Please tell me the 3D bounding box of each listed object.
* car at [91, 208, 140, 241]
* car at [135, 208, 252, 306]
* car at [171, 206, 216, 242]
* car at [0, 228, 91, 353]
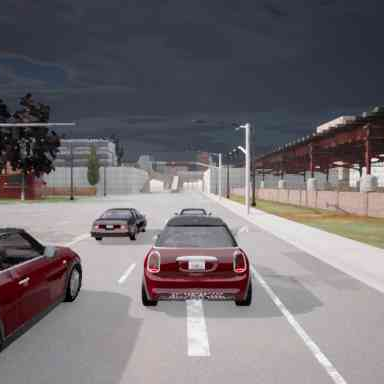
[{"bbox_3d":[-3.431,1.488,16.420,2.033,1.411,5.357,0,0,0],"label":"car"},{"bbox_3d":[0.085,1.337,8.159,2.097,1.767,4.553,0,0,0],"label":"car"},{"bbox_3d":[0.070,1.506,16.719,1.994,1.385,4.181,0,0,0],"label":"car"},{"bbox_3d":[-3.408,1.347,5.328,2.097,1.767,4.553,0,0,0],"label":"car"}]
